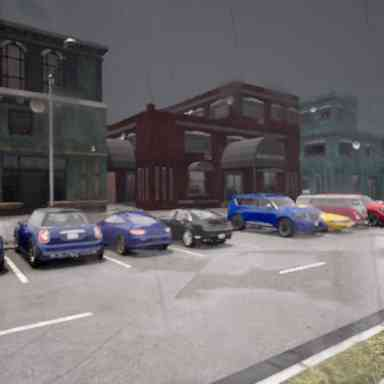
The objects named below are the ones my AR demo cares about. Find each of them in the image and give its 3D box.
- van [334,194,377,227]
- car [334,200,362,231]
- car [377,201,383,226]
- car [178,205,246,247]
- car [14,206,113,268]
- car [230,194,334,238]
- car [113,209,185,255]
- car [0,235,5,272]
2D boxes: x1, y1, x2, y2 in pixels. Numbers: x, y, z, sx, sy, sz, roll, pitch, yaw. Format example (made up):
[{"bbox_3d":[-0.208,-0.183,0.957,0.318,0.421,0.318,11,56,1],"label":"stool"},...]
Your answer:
[{"bbox_3d":[8.873,1.200,21.185,1.878,1.987,4.442,0,0,-35],"label":"van"},{"bbox_3d":[6.649,1.423,19.516,1.946,1.575,5.366,0,0,-35],"label":"car"},{"bbox_3d":[11.084,1.174,22.869,2.435,2.045,5.566,0,0,-35],"label":"car"},{"bbox_3d":[-0.244,1.436,14.825,2.231,1.521,4.892,0,0,-35],"label":"car"},{"bbox_3d":[-4.756,1.322,11.579,2.185,1.767,4.553,0,0,-35],"label":"car"},{"bbox_3d":[4.296,1.176,18.032,2.435,2.045,5.566,0,0,-35],"label":"car"},{"bbox_3d":[-2.509,1.480,13.215,2.002,1.452,4.674,0,0,-35],"label":"car"},{"bbox_3d":[-7.021,1.329,9.966,2.185,1.767,4.553,0,0,-35],"label":"car"}]
